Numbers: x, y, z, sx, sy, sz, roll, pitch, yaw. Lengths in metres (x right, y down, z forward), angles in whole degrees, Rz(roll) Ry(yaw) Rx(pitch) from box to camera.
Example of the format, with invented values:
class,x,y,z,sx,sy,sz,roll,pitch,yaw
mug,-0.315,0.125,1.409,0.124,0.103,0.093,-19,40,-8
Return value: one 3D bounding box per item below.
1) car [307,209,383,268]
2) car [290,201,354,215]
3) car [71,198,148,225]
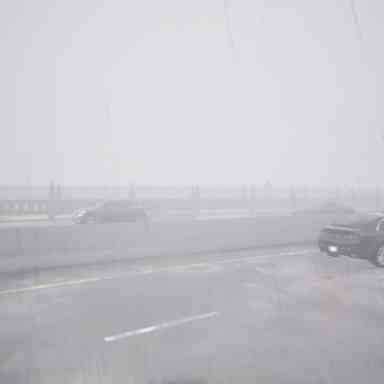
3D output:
class,x,y,z,sx,sy,sz,roll,pitch,yaw
car,6.426,1.473,11.158,4.892,1.490,1.837,0,0,-27
car,9.490,1.401,24.272,5.008,1.535,1.882,0,0,-22
car,-5.177,1.255,20.952,4.553,1.767,2.097,0,0,-30
